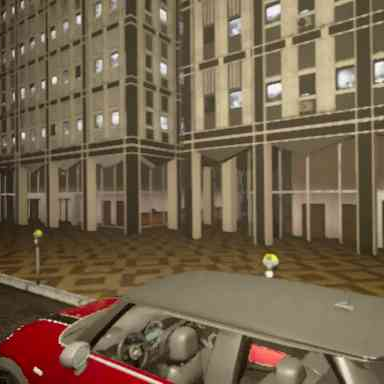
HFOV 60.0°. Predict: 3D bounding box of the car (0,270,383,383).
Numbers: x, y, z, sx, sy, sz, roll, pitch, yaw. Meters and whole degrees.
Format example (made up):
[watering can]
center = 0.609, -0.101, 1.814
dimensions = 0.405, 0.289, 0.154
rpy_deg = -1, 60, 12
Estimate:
[car]
center = -0.040, 1.455, 2.909
dimensions = 4.097, 1.590, 1.967
rpy_deg = -1, -1, 36
